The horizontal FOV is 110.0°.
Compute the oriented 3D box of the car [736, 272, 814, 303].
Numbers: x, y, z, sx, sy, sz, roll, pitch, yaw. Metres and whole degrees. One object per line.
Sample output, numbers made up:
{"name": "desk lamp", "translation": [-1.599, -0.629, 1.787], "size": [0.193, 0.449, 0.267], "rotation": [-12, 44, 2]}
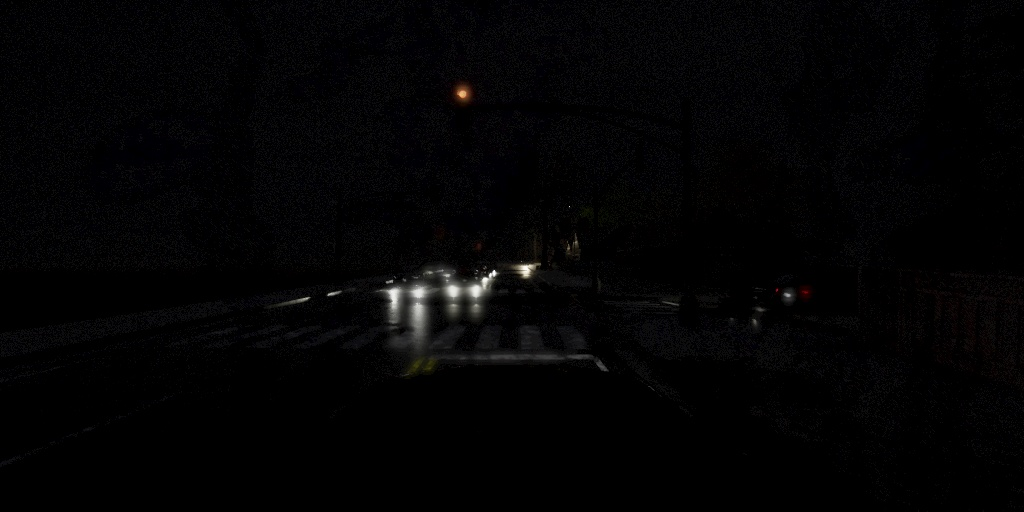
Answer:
{"name": "car", "translation": [13.065, 1.508, 16.544], "size": [5.008, 1.535, 1.882], "rotation": [1, -2, -2]}

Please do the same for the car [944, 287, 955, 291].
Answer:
{"name": "car", "translation": [22.953, 1.739, 16.912], "size": [5.357, 1.411, 2.033], "rotation": [1, -2, -3]}

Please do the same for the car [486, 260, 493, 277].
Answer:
{"name": "car", "translation": [-3.343, 1.108, 35.676], "size": [2.097, 1.767, 4.553], "rotation": [0, 0, 0]}

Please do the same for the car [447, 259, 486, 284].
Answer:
{"name": "car", "translation": [-3.305, 1.109, 26.847], "size": [2.097, 1.767, 4.553], "rotation": [0, 0, -1]}

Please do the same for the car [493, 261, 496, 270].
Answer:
{"name": "car", "translation": [-3.335, 1.282, 44.635], "size": [1.812, 1.442, 4.674], "rotation": [0, 0, 0]}

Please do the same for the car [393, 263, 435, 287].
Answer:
{"name": "car", "translation": [-6.598, 1.262, 24.525], "size": [1.837, 1.490, 4.892], "rotation": [0, 0, 0]}

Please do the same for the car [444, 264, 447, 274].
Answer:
{"name": "car", "translation": [-6.593, 1.320, 41.378], "size": [1.994, 1.385, 4.181], "rotation": [0, 0, 0]}

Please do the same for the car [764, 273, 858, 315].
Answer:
{"name": "car", "translation": [12.479, 1.498, 13.669], "size": [4.181, 1.385, 1.994], "rotation": [1, -2, -2]}
